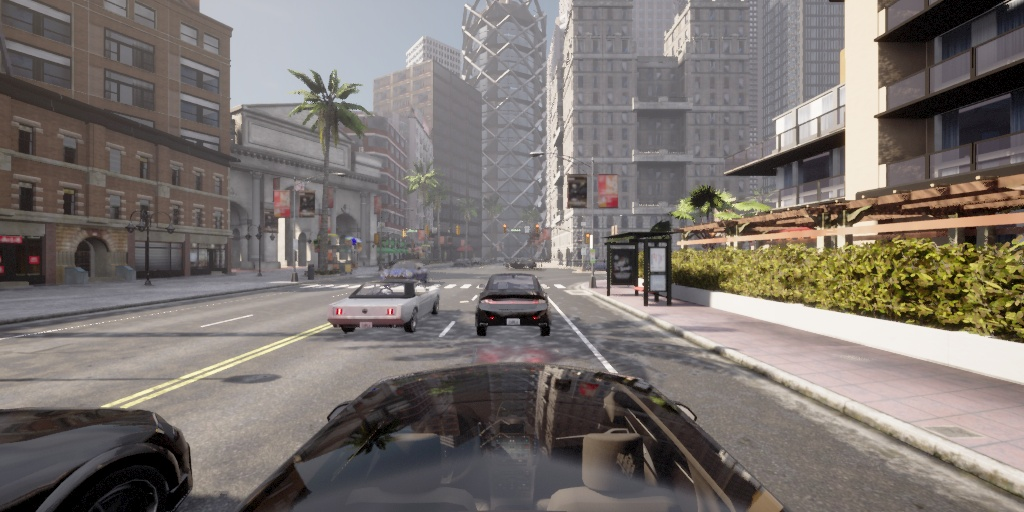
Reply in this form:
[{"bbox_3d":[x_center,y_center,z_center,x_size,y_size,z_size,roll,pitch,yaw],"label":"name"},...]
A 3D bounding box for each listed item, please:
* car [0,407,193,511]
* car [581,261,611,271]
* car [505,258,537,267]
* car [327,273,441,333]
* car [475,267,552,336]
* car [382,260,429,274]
[{"bbox_3d":[-3.392,1.314,0.930,1.994,1.385,4.181,0,0,0],"label":"car"},{"bbox_3d":[11.086,1.314,46.453,4.181,1.385,1.994,0,0,-2],"label":"car"},{"bbox_3d":[1.330,1.254,52.541,4.892,1.490,1.837,0,1,29],"label":"car"},{"bbox_3d":[-3.457,1.351,10.750,1.895,1.301,4.718,0,0,0],"label":"car"},{"bbox_3d":[0.041,1.242,10.370,2.128,1.511,4.902,0,0,0],"label":"car"},{"bbox_3d":[-7.041,1.102,23.872,2.097,1.767,4.553,0,0,1],"label":"car"}]
